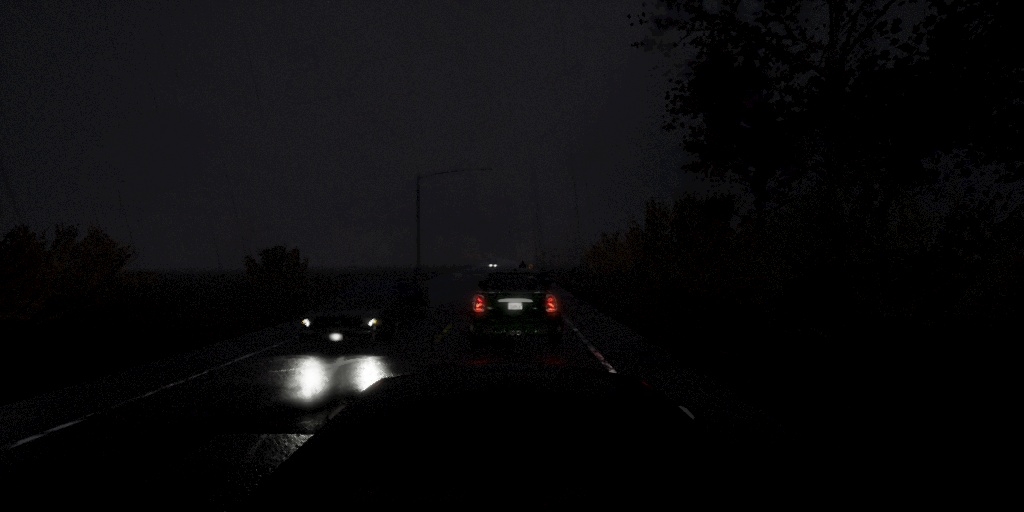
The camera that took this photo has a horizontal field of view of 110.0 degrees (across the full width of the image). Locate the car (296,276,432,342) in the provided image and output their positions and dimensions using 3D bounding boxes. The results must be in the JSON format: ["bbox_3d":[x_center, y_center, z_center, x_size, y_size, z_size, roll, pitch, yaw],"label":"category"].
[{"bbox_3d":[-3.638,1.294,10.077,2.033,1.411,5.357,0,0,0],"label":"car"}]

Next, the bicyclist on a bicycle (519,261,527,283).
[{"bbox_3d":[0.823,1.193,27.323,0.582,1.620,1.656,0,0,0],"label":"bicyclist on a bicycle"}]

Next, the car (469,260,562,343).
[{"bbox_3d":[0.067,1.099,9.862,2.097,1.767,4.553,0,0,0],"label":"car"}]

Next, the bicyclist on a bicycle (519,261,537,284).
[{"bbox_3d":[0.893,1.181,17.207,0.866,1.612,1.509,0,0,0],"label":"bicyclist on a bicycle"}]
